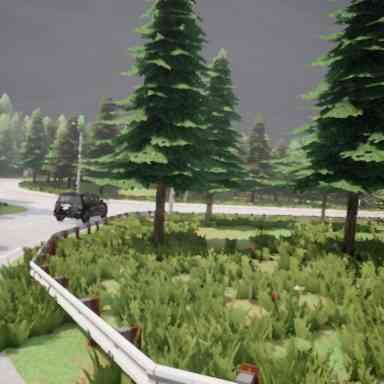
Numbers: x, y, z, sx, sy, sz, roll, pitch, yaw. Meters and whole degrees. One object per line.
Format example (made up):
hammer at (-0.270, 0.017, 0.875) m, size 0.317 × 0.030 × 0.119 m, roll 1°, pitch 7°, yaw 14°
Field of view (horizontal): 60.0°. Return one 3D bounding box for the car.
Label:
car at (-7.939, 1.055, 24.312) m, size 2.150 × 2.045 × 5.566 m, roll 5°, pitch 2°, yaw 6°
